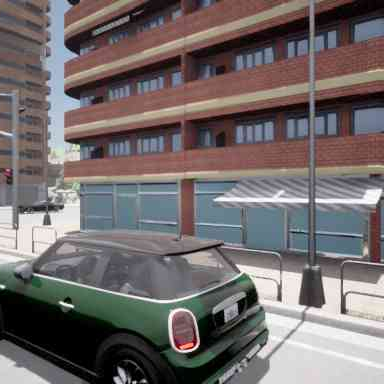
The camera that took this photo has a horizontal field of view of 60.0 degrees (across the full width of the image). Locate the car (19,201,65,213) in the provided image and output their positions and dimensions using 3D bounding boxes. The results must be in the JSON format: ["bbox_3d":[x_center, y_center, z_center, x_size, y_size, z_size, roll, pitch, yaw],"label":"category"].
[{"bbox_3d":[-16.291,1.601,35.728,1.895,1.301,4.718,0,0,36],"label":"car"}]

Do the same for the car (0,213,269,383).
[{"bbox_3d":[-1.295,1.352,4.918,4.553,1.767,2.097,0,0,36],"label":"car"}]
